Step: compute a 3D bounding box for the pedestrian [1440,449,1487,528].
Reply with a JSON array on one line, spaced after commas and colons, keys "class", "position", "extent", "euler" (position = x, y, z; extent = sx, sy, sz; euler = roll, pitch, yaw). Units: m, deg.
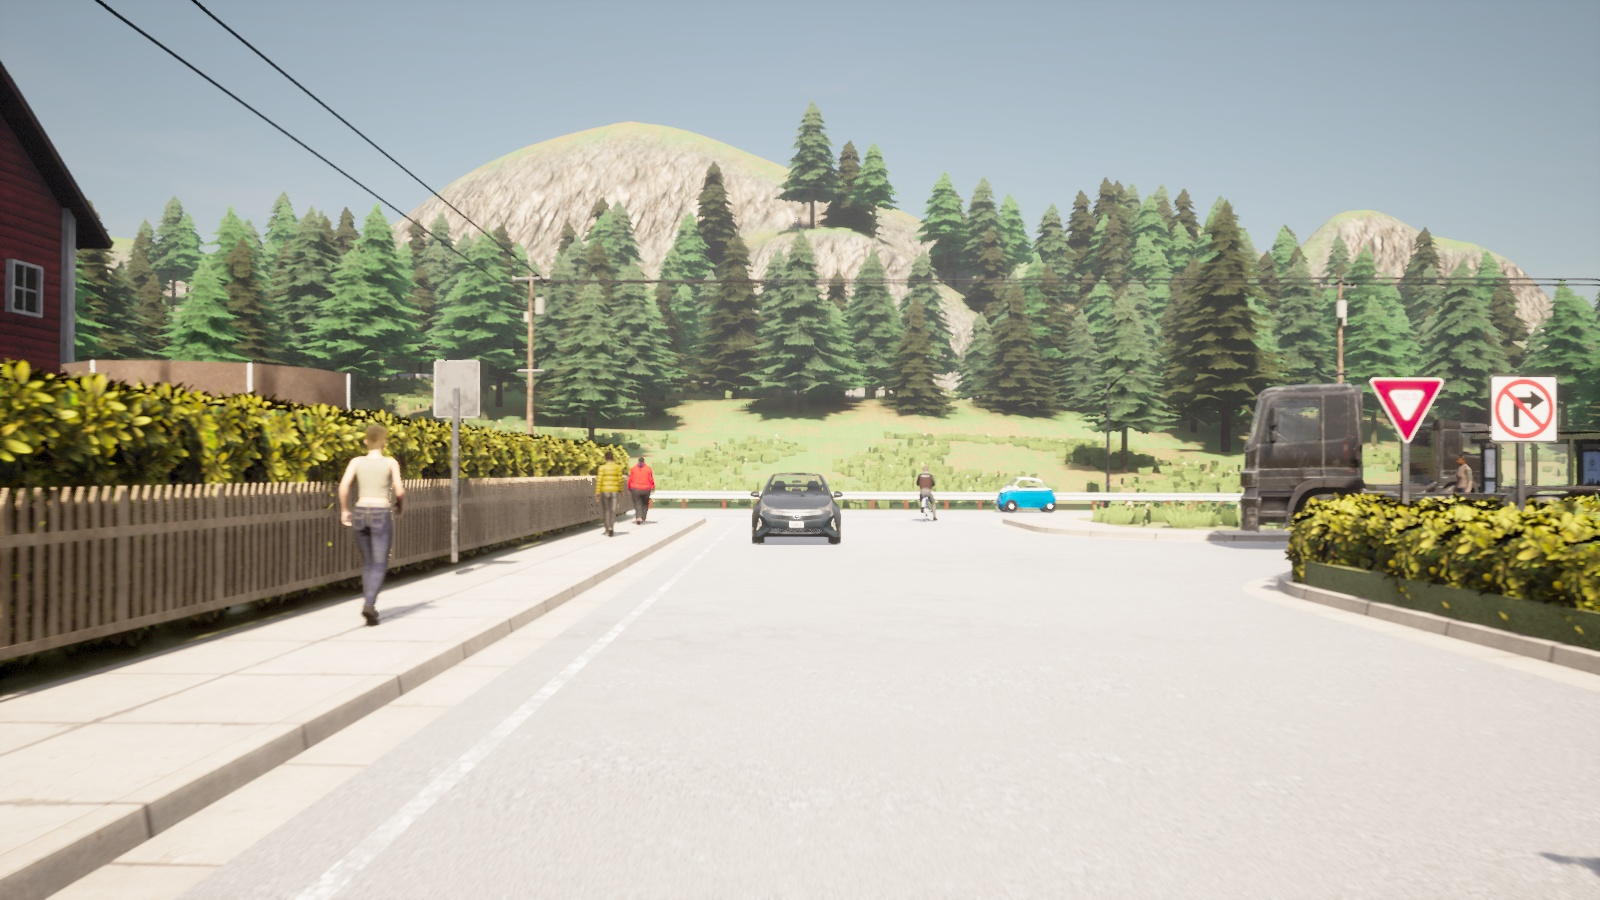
[{"class": "pedestrian", "position": [15.354, 0.895, 29.073], "extent": [0.869, 1.805, 0.328], "euler": [0, -1, 9]}]

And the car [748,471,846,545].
[{"class": "car", "position": [-0.067, 1.233, 28.156], "extent": [2.007, 1.525, 4.514], "euler": [0, -1, 0]}]

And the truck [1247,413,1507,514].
[{"class": "truck", "position": [20.478, 0.502, 44.882], "extent": [7.936, 3.462, 2.891], "euler": [0, -1, 0]}]

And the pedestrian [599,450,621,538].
[{"class": "pedestrian", "position": [-4.054, 0.935, 26.791], "extent": [0.431, 1.840, 0.709], "euler": [0, -1, -7]}]

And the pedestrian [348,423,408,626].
[{"class": "pedestrian", "position": [-3.917, 0.681, 11.676], "extent": [0.345, 1.836, 0.594], "euler": [0, -1, 1]}]

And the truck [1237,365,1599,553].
[{"class": "truck", "position": [13.102, 0.204, 25.289], "extent": [7.936, 3.462, 2.891], "euler": [-1, -1, 23]}]

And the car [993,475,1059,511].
[{"class": "car", "position": [8.683, 1.644, 48.347], "extent": [2.207, 1.376, 1.481], "euler": [0, -1, -2]}]

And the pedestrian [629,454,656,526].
[{"class": "pedestrian", "position": [-4.105, 1.035, 32.746], "extent": [0.634, 1.844, 0.899], "euler": [0, -1, -3]}]
